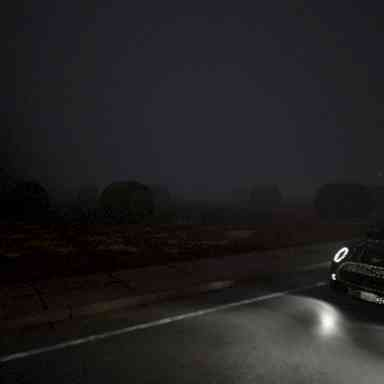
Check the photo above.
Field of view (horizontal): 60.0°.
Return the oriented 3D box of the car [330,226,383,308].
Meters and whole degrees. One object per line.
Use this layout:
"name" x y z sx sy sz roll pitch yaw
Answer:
"car" 5.074 1.294 7.184 4.553 1.767 2.097 0 1 -32
